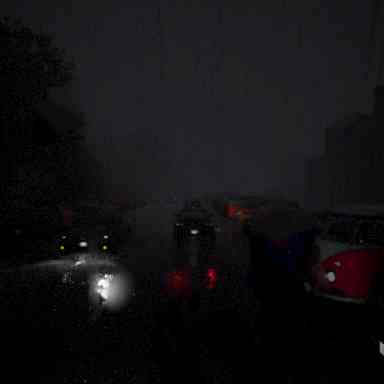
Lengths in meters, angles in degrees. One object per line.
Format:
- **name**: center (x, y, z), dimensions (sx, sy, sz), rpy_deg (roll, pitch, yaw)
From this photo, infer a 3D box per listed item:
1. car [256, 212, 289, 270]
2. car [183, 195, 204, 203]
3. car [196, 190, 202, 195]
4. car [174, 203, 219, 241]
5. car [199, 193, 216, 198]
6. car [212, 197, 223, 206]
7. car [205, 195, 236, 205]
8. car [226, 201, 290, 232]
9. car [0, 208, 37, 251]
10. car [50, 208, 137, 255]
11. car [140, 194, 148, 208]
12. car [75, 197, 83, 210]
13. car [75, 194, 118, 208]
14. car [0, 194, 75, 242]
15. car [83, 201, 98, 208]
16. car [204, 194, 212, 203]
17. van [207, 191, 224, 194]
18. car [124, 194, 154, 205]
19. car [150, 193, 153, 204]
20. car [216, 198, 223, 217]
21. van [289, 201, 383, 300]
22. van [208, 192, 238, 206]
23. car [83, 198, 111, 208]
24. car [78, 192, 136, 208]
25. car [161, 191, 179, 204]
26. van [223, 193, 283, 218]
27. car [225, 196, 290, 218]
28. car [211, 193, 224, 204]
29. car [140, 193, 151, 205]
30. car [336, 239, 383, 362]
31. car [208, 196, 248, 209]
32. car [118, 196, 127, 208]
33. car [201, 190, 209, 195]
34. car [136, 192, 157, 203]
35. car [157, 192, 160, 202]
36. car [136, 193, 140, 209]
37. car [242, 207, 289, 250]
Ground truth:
- **car**: center (4.534, 1.457, 9.172), dimensions (5.008, 1.535, 2.097), rpy_deg (0, 0, 0)
- **car**: center (0.096, 1.383, 37.664), dimensions (1.837, 1.490, 4.892), rpy_deg (0, 0, 0)
- **car**: center (4.311, 0.942, 90.813), dimensions (4.792, 1.488, 2.163), rpy_deg (0, 0, 0)
- **car**: center (0.098, 1.483, 16.224), dimensions (1.812, 1.442, 4.674), rpy_deg (0, 0, 0)
- **car**: center (4.345, 0.933, 93.640), dimensions (4.674, 1.452, 2.002), rpy_deg (0, 0, 0)
- **car**: center (4.534, 1.424, 31.440), dimensions (4.674, 1.452, 2.002), rpy_deg (0, 0, 0)
- **car**: center (4.541, 1.285, 53.706), dimensions (4.892, 1.521, 2.231), rpy_deg (0, 0, 0)
- **car**: center (4.723, 1.430, 17.523), dimensions (5.366, 1.575, 1.946), rpy_deg (0, 0, 0)
- **car**: center (-8.570, 1.480, 11.924), dimensions (4.792, 1.488, 2.163), rpy_deg (0, 0, 0)
- **car**: center (-3.601, 1.531, 13.023), dimensions (1.994, 1.385, 4.181), rpy_deg (0, 0, 0)
- **car**: center (-8.515, 1.366, 42.560), dimensions (4.792, 1.488, 2.163), rpy_deg (0, 0, 0)
- **car**: center (-8.511, 1.308, 17.495), dimensions (4.553, 1.767, 2.185), rpy_deg (0, 0, 0)
- **car**: center (-8.511, 1.280, 25.849), dimensions (4.553, 1.767, 2.185), rpy_deg (0, 0, 0)
- **car**: center (-8.513, 1.191, 14.711), dimensions (5.566, 2.045, 2.435), rpy_deg (0, 0, 0)
- **car**: center (-8.545, 1.464, 20.281), dimensions (4.674, 1.452, 2.002), rpy_deg (0, 0, 0)
- **car**: center (4.350, 1.345, 39.790), dimensions (5.366, 1.575, 1.946), rpy_deg (0, 0, 0)
- **van**: center (4.652, 1.097, 45.355), dimensions (4.442, 1.987, 1.878), rpy_deg (0, 0, 0)
- **car**: center (-8.514, 1.158, 53.699), dimensions (4.553, 1.767, 2.185), rpy_deg (0, 0, 0)
- **car**: center (-8.730, 1.308, 48.006), dimensions (5.366, 1.575, 1.946), rpy_deg (0, 0, 0)
- **car**: center (4.566, 1.435, 25.873), dimensions (4.792, 1.488, 2.163), rpy_deg (0, 0, 0)
- **van**: center (4.422, 1.239, 6.388), dimensions (4.442, 1.987, 1.878), rpy_deg (0, 0, 0)
- **van**: center (4.651, 1.071, 50.797), dimensions (4.442, 1.987, 1.878), rpy_deg (0, 0, 0)
- **car**: center (-8.537, 1.415, 23.065), dimensions (5.008, 1.535, 2.097), rpy_deg (0, 0, 0)
- **car**: center (-8.515, 1.133, 31.421), dimensions (5.566, 2.045, 2.435), rpy_deg (0, 0, 0)
- **car**: center (-3.564, 1.146, 55.926), dimensions (2.097, 1.767, 4.553), rpy_deg (0, 0, 0)
- **van**: center (4.655, 1.189, 23.026), dimensions (4.442, 1.987, 1.878), rpy_deg (0, 0, 0)
- **car**: center (4.569, 1.298, 20.305), dimensions (4.553, 1.767, 2.185), rpy_deg (0, 0, 0)
- **car**: center (4.568, 1.247, 34.222), dimensions (4.553, 1.767, 2.185), rpy_deg (0, 0, 0)
- **car**: center (-8.550, 1.323, 45.346), dimensions (5.008, 1.535, 2.097), rpy_deg (0, 0, 0)
- **car**: center (4.533, 1.473, 3.605), dimensions (4.892, 1.521, 2.231), rpy_deg (0, 0, 0)
- **car**: center (4.542, 1.337, 42.573), dimensions (4.892, 1.521, 2.231), rpy_deg (0, 0, 0)
- **car**: center (-8.548, 1.395, 28.635), dimensions (5.008, 1.535, 2.097), rpy_deg (0, 0, 0)
- **car**: center (4.563, 1.059, 48.138), dimensions (5.566, 2.045, 2.435), rpy_deg (0, 0, 0)
- **car**: center (-8.574, 1.046, 50.789), dimensions (5.566, 2.045, 2.435), rpy_deg (0, 0, 0)
- **car**: center (-8.577, 1.132, 59.145), dimensions (4.553, 1.767, 2.185), rpy_deg (0, 0, 0)
- **car**: center (-8.575, 1.235, 36.991), dimensions (4.553, 1.767, 2.185), rpy_deg (0, 0, 0)
- **car**: center (4.544, 1.449, 11.955), dimensions (5.008, 1.535, 2.097), rpy_deg (0, 0, 0)
